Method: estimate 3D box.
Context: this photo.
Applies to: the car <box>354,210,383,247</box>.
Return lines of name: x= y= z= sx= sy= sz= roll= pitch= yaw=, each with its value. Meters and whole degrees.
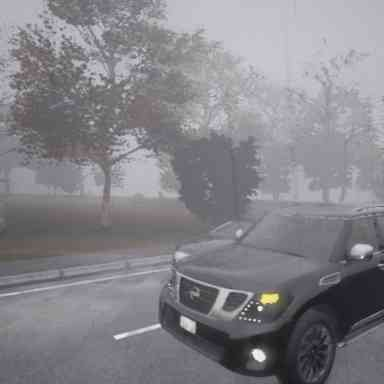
car: x=10.103 y=1.614 z=15.855 sx=5.357 sy=1.411 sz=2.033 roll=0 pitch=0 yaw=-37

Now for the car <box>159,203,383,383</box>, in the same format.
car: x=2.182 y=1.240 z=5.626 sx=5.566 sy=2.045 sz=2.150 roll=0 pitch=0 yaw=-36

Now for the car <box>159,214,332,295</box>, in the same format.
car: x=1.703 y=1.526 z=9.619 sx=4.902 sy=1.511 sz=2.128 roll=0 pitch=0 yaw=-36
